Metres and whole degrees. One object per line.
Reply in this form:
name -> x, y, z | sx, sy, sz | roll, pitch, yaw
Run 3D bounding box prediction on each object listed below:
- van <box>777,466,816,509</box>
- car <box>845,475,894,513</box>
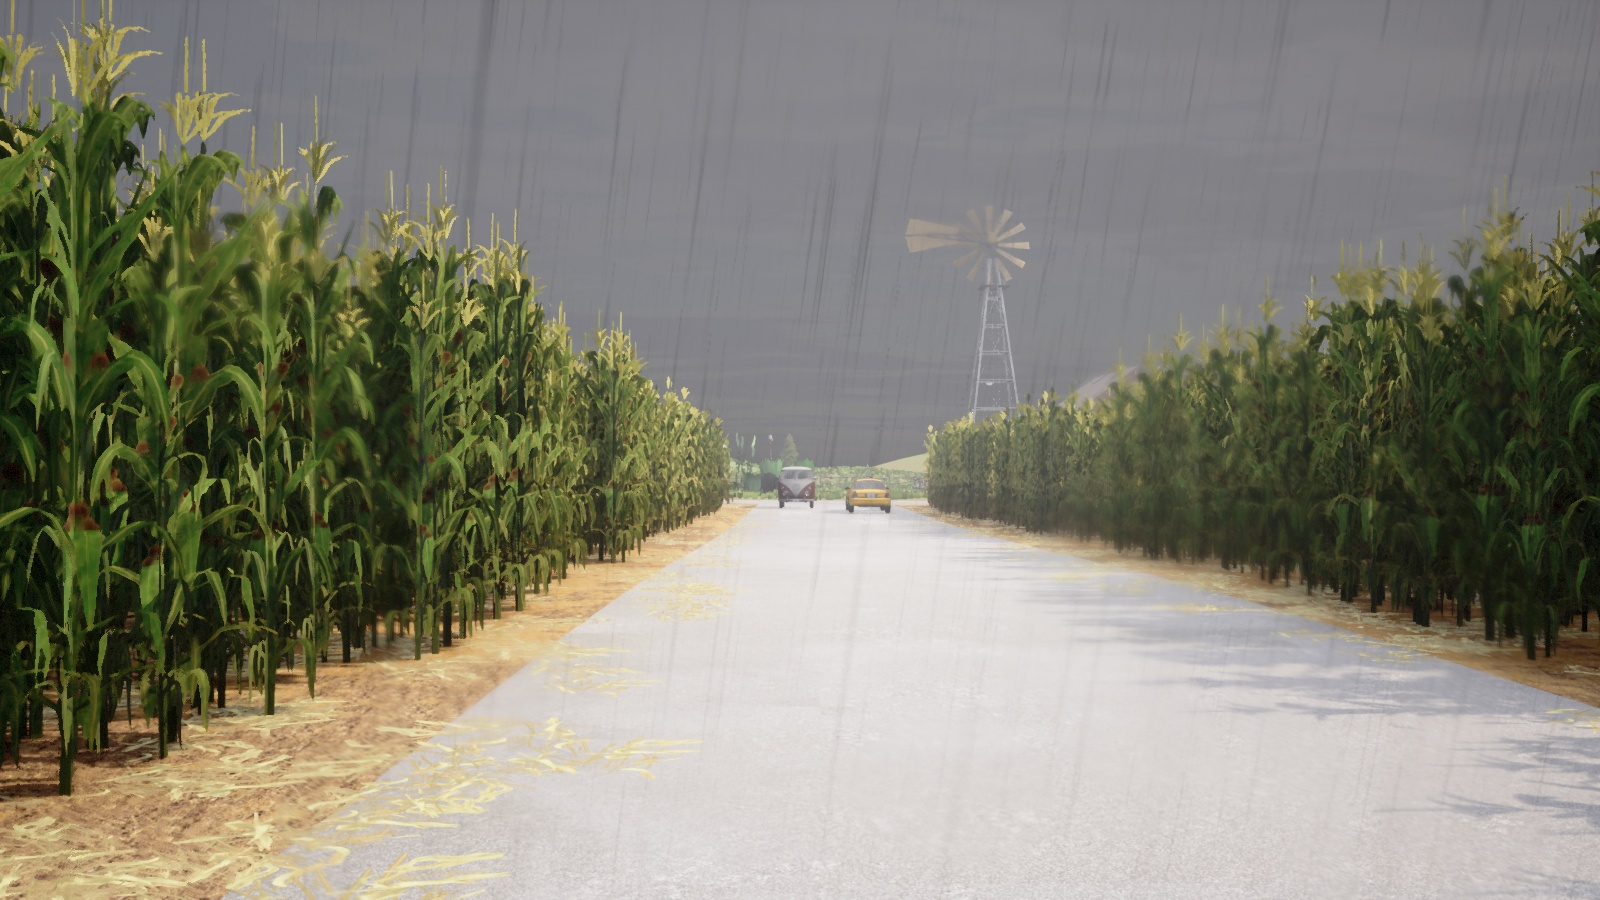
van -> -0.137, 1.788, 60.287 | 1.775, 1.987, 4.442 | 0, -1, 1
car -> 2.979, 1.873, 54.768 | 1.801, 1.575, 5.366 | 0, -1, 0
